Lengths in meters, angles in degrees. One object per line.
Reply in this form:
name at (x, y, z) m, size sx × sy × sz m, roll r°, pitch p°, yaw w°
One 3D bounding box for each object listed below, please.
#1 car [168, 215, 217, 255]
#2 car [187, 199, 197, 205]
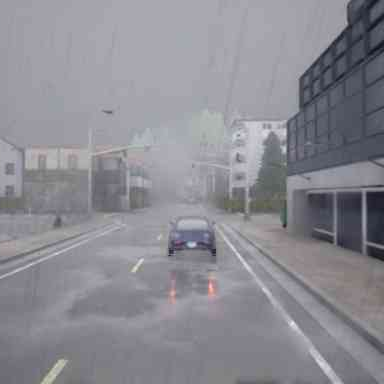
car at (0.021, 1.680, 13.871) m, size 1.812 × 1.442 × 4.674 m, roll 0°, pitch 0°, yaw 0°
car at (0.004, 2.239, 76.537) m, size 1.812 × 1.442 × 4.674 m, roll 0°, pitch -1°, yaw 0°
